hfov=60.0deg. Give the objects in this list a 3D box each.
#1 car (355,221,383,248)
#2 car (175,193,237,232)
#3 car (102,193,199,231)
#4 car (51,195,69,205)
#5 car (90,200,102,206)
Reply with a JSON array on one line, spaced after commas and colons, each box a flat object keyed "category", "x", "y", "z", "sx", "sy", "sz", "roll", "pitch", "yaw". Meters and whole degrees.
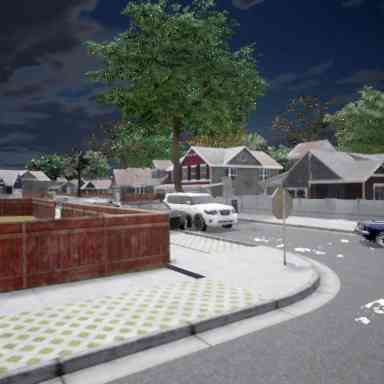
[{"category": "car", "x": 9.097, "y": 1.508, "z": 13.114, "sx": 4.718, "sy": 1.301, "sz": 1.895, "roll": 1, "pitch": 1, "yaw": 15}, {"category": "car", "x": 0.233, "y": 1.070, "z": 19.817, "sx": 2.150, "sy": 2.045, "sz": 5.566, "roll": -1, "pitch": 0, "yaw": -35}, {"category": "car", "x": -2.023, "y": 1.237, "z": 17.311, "sx": 2.097, "sy": 1.767, "sz": 4.553, "roll": 3, "pitch": 4, "yaw": 38}, {"category": "car", "x": -18.721, "y": 1.178, "z": 46.998, "sx": 1.812, "sy": 1.442, "sz": 4.674, "roll": -1, "pitch": 1, "yaw": -31}, {"category": "car", "x": -7.877, "y": 1.366, "z": 30.942, "sx": 1.895, "sy": 1.301, "sz": 4.718, "roll": -1, "pitch": 1, "yaw": -35}]
